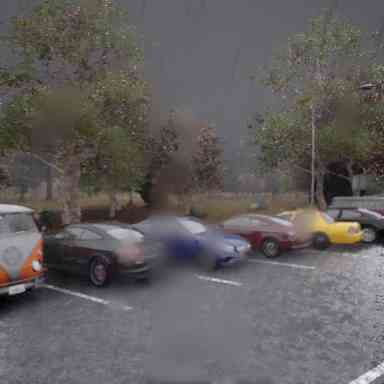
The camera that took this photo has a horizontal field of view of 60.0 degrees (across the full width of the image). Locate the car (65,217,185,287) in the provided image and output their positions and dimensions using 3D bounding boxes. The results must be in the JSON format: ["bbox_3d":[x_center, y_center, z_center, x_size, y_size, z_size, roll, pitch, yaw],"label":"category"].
[{"bbox_3d":[-2.749,1.521,9.220,4.674,1.452,2.002,-1,0,35],"label":"car"}]

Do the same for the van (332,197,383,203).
[{"bbox_3d":[9.344,1.229,17.701,4.442,1.987,1.878,-1,0,36],"label":"van"}]

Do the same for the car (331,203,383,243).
[{"bbox_3d":[6.987,1.461,15.962,5.008,1.535,2.097,-1,0,36],"label":"car"}]

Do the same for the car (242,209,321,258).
[{"bbox_3d":[2.092,1.514,12.596,4.674,1.452,2.002,-1,0,35],"label":"car"}]

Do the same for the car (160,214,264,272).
[{"bbox_3d":[-0.319,1.518,10.900,4.674,1.452,2.002,0,0,35],"label":"car"}]

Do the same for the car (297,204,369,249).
[{"bbox_3d":[4.380,1.468,14.399,5.366,1.575,1.946,-1,0,35],"label":"car"}]

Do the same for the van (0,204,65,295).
[{"bbox_3d":[-5.078,1.257,7.445,4.442,1.987,1.878,-1,-1,34],"label":"van"}]

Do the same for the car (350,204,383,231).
[{"bbox_3d":[11.911,1.483,19.294,4.674,1.452,2.002,-1,-1,36],"label":"car"}]
